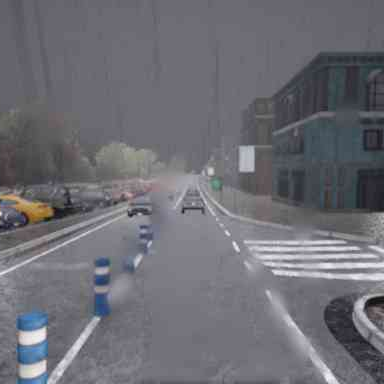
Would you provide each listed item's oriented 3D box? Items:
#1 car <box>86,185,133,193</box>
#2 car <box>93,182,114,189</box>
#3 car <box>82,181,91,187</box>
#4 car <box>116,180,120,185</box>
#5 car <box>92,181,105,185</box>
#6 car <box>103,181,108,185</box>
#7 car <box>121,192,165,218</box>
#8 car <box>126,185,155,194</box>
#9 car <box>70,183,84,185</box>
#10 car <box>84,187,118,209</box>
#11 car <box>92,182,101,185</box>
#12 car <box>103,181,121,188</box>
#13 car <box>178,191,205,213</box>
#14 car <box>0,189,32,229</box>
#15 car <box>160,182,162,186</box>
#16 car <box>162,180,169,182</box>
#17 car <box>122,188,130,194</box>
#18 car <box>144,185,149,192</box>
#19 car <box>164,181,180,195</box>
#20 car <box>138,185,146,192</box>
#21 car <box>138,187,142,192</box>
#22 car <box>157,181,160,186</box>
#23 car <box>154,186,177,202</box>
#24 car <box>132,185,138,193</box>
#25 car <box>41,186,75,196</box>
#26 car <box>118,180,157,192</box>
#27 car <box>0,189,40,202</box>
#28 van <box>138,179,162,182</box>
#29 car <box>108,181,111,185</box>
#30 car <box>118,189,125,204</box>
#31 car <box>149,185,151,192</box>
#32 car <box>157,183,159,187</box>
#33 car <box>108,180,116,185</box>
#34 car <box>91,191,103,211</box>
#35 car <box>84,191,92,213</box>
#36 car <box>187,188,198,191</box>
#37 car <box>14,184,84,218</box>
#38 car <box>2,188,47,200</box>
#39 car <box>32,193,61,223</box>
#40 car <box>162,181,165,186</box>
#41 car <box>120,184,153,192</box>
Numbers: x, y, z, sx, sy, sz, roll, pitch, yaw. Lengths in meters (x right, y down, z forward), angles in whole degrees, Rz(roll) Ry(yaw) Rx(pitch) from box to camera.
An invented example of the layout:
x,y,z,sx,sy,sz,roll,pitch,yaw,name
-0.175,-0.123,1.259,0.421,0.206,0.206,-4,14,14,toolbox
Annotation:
x,y,z,sx,sy,sz,roll,pitch,yaw,name
-9.809,0.393,39.885,4.553,1.767,2.185,0,2,1,car
-22.411,-1.747,84.477,4.553,1.767,2.185,0,3,1,car
-22.622,-0.728,62.222,5.566,2.045,2.435,0,3,1,car
-22.385,-1.911,90.046,5.008,1.535,2.097,0,3,1,car
-22.552,-1.047,73.360,5.008,1.535,2.097,0,3,1,car
-22.527,-1.189,76.141,4.892,1.521,2.231,0,3,1,car
-3.349,0.979,23.962,2.033,1.411,5.357,0,2,0,car
-9.565,-0.470,62.151,5.008,1.535,2.097,0,3,1,car
-22.861,-0.338,59.455,5.366,1.575,1.946,0,3,1,car
-9.825,0.631,31.527,4.553,1.767,2.185,0,1,1,car
-22.575,-0.863,70.580,4.674,1.452,2.002,0,3,1,car
-22.333,-2.182,92.820,4.553,1.767,2.185,0,3,1,car
0.100,0.889,27.323,2.033,1.411,5.357,0,2,0,car
-10.043,0.849,14.808,4.553,1.767,2.185,0,0,1,car
-9.499,-0.895,70.490,4.892,1.521,2.231,0,3,1,car
-9.178,-1.616,84.386,5.366,1.575,1.946,0,3,1,car
-9.833,0.636,37.104,4.792,1.488,2.163,0,2,1,car
-9.669,0.081,51.026,5.008,1.535,2.097,0,3,1,car
-3.268,-0.481,58.985,2.097,1.767,4.553,0,3,1,car
-9.694,0.203,48.240,5.008,1.535,2.097,0,2,1,car
-9.729,0.357,45.455,4.674,1.452,2.002,0,2,1,car
-9.488,-0.873,67.579,4.553,1.767,2.185,0,3,1,car
-3.333,0.391,42.300,1.837,1.490,4.892,0,2,0,car
-9.783,0.296,42.664,4.553,1.767,2.185,0,2,1,car
-22.698,-0.187,56.549,5.008,1.535,2.097,0,3,1,car
-9.625,-0.579,59.359,5.566,2.045,2.435,0,3,1,car
-22.648,0.416,42.616,5.366,1.575,1.946,0,2,1,car
-9.583,-1.264,73.259,4.442,1.987,1.878,0,3,1,van
-22.523,-1.303,78.922,4.792,1.488,2.163,0,3,1,car
-9.801,0.715,34.317,4.792,1.488,2.163,0,2,1,car
-9.619,-0.019,53.812,4.792,1.488,2.163,0,3,1,car
-9.730,-0.615,64.933,5.366,1.575,1.946,0,3,1,car
-22.440,-1.727,81.691,5.566,2.045,2.435,0,3,1,car
-9.879,0.902,25.949,4.792,1.488,2.163,0,1,1,car
-9.927,0.913,23.171,4.892,1.521,2.231,0,1,1,car
0.106,0.220,46.442,2.128,1.511,4.902,0,2,0,car
-9.988,0.691,20.379,5.566,2.045,2.435,0,1,1,car
-22.813,0.314,45.405,5.008,1.535,2.097,0,2,1,car
-9.980,0.963,17.588,5.008,1.535,2.097,0,1,1,car
-9.446,-1.182,76.049,5.008,1.535,2.097,0,3,1,car
-9.620,-0.146,56.595,4.674,1.452,2.002,0,3,1,car
